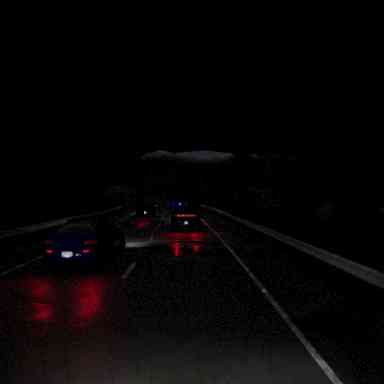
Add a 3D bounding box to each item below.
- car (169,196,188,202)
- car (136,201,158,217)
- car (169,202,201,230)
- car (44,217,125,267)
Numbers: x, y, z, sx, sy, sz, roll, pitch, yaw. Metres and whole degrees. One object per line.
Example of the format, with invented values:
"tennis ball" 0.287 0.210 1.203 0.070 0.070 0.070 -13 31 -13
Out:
"car" -1.602 1.494 40.292 2.150 2.045 5.566 0 0 -5
"car" -4.654 1.739 34.240 1.837 1.490 4.892 0 0 -4
"car" -0.459 1.643 22.264 2.128 1.511 4.902 0 0 -3
"car" -3.583 1.608 11.700 1.812 1.442 4.674 0 0 -1
